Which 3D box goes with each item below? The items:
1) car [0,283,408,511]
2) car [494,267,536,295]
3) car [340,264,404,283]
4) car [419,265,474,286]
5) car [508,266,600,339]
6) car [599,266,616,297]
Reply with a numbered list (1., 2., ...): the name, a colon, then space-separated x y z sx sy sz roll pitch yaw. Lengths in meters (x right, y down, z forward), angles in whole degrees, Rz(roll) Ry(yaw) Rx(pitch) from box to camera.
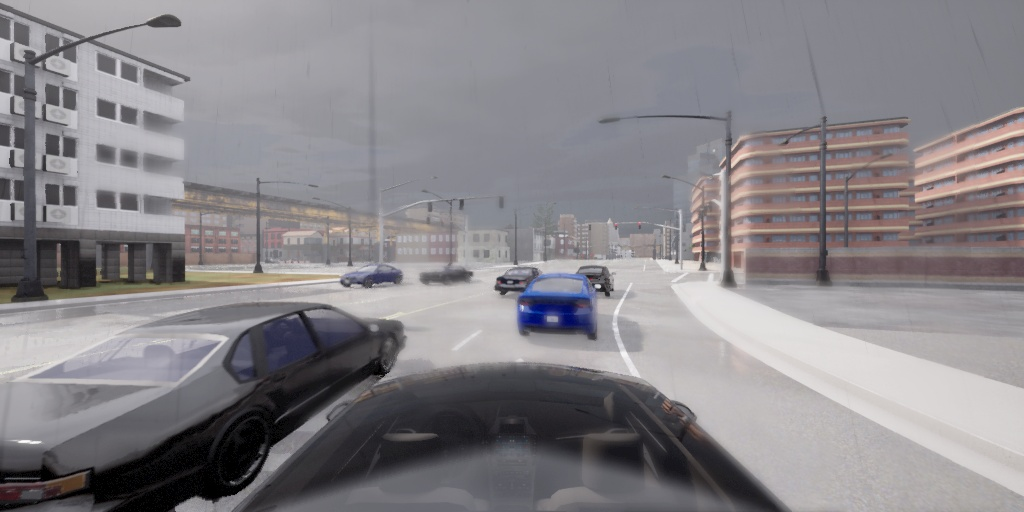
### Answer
1. car: -3.067 1.296 4.435 2.033 1.411 5.357 0 0 4
2. car: 0.771 1.297 19.405 2.033 1.411 5.357 0 0 20
3. car: -9.065 1.275 23.662 1.812 1.442 4.674 0 0 21
4. car: -4.571 1.350 25.587 1.895 1.301 4.718 0 0 21
5. car: 1.473 1.228 10.232 1.882 1.535 5.008 0 0 14
6. car: 4.392 1.255 19.157 1.837 1.490 4.892 0 0 19
